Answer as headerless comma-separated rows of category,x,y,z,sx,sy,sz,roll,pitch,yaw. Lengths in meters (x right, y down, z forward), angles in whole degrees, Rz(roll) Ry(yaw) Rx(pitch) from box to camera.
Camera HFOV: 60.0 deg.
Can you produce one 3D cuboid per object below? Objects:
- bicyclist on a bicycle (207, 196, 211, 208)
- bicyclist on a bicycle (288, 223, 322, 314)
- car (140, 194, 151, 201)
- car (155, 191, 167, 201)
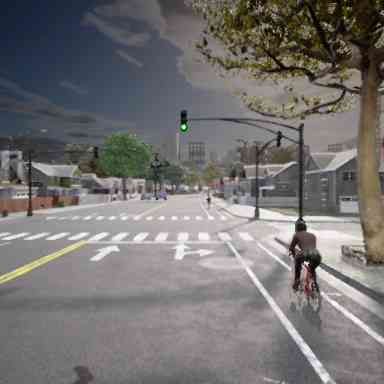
bicyclist on a bicycle,2.244,1.350,44.293,0.659,1.776,1.843,0,0,0
bicyclist on a bicycle,2.249,1.454,6.650,0.582,1.620,1.656,0,0,0
car,-9.761,1.085,70.676,1.812,1.442,4.674,0,0,0
car,-6.511,0.786,70.646,2.150,2.045,5.566,0,0,0
